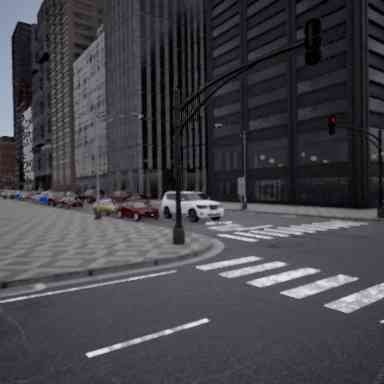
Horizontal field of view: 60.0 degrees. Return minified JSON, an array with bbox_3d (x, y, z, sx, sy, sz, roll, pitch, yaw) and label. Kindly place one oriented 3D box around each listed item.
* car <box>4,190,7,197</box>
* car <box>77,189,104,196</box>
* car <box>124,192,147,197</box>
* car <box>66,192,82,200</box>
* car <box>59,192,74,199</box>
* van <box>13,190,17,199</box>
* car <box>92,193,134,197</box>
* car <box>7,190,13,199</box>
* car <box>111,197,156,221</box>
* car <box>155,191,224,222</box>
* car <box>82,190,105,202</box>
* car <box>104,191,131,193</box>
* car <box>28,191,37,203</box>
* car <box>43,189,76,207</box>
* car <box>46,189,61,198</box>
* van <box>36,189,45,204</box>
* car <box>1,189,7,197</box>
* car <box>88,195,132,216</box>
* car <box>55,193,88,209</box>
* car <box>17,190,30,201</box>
[{"bbox_3d":[-40.248,0.739,74.835,2.008,1.369,4.403,-1,1,-36],"label":"car"},{"bbox_3d":[-14.716,0.638,49.522,2.150,2.045,5.566,-2,1,-38],"label":"car"},{"bbox_3d":[-6.996,1.012,43.339,1.947,1.339,4.313,-1,1,-36],"label":"car"},{"bbox_3d":[-23.457,0.762,66.141,1.802,1.307,4.206,-1,1,-36],"label":"car"},{"bbox_3d":[-26.750,0.668,70.700,1.887,1.381,4.507,-1,1,-36],"label":"car"},{"bbox_3d":[-33.664,0.644,65.712,1.690,1.788,3.998,-1,1,-36],"label":"van"},{"bbox_3d":[-8.583,1.160,35.681,2.033,1.411,5.357,-1,1,-36],"label":"car"},{"bbox_3d":[-36.957,0.561,70.272,2.192,1.841,5.009,-1,1,-36],"label":"car"},{"bbox_3d":[-4.032,1.310,24.671,1.887,1.381,4.507,-1,1,-36],"label":"car"},{"bbox_3d":[-0.127,0.953,23.946,2.150,2.045,5.566,-1,1,-36],"label":"car"},{"bbox_3d":[-16.874,0.607,57.017,2.192,1.841,5.009,-1,1,-36],"label":"car"},{"bbox_3d":[-10.290,0.711,47.896,2.192,1.841,5.009,-1,1,-36],"label":"car"},{"bbox_3d":[-23.787,1.021,52.034,2.008,1.369,4.403,-1,1,-36],"label":"car"},{"bbox_3d":[-17.203,0.890,42.910,2.192,1.841,5.009,-1,1,-36],"label":"car"},{"bbox_3d":[-33.335,0.324,79.817,2.192,1.841,5.009,-1,1,-36],"label":"car"},{"bbox_3d":[-20.495,0.865,47.471,1.690,1.788,3.998,-1,1,-36],"label":"van"},{"bbox_3d":[-43.540,0.675,79.395,1.887,1.381,4.507,-1,1,-36],"label":"car"},{"bbox_3d":[-7.226,1.247,29.093,1.752,1.417,4.829,-1,1,-36],"label":"car"},{"bbox_3d":[-13.909,1.170,38.352,1.887,1.381,4.507,-1,1,-36],"label":"car"},{"bbox_3d":[-30.372,0.800,61.154,1.967,1.590,4.097,-1,1,-36],"label":"car"}]
